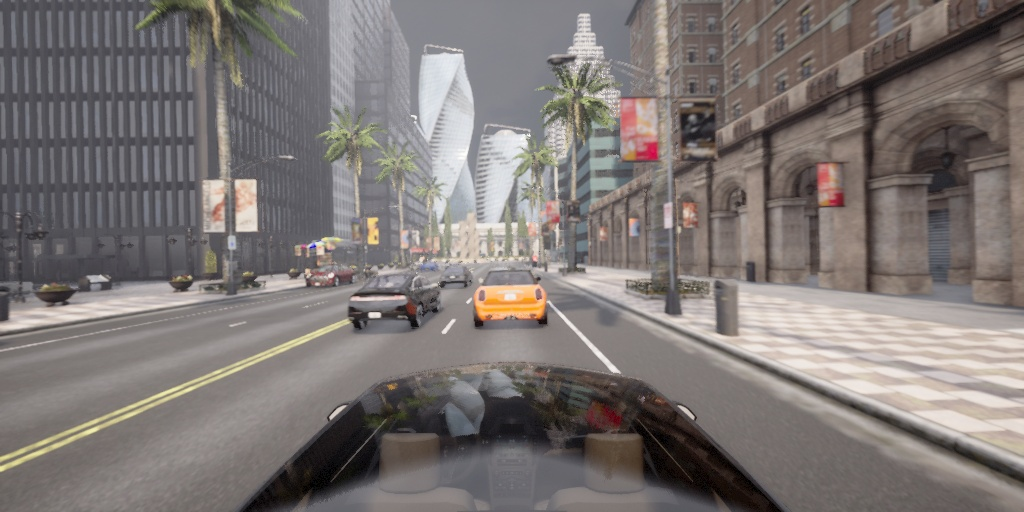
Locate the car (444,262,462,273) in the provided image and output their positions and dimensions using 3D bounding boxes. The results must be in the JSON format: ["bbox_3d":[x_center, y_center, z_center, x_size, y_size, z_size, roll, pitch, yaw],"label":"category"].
[{"bbox_3d":[-8.264,1.558,50.712,1.895,1.301,4.718,-1,0,-2],"label":"car"}]

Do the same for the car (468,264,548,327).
[{"bbox_3d":[-0.066,1.110,11.854,2.097,1.767,4.553,-1,0,-1],"label":"car"}]

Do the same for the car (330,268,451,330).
[{"bbox_3d":[-3.561,1.324,11.659,2.128,1.511,4.902,-1,0,-1],"label":"car"}]

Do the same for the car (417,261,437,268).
[{"bbox_3d":[-11.786,1.514,51.547,1.882,1.535,5.008,-1,0,-1],"label":"car"}]

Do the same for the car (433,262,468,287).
[{"bbox_3d":[-3.859,1.394,25.460,2.033,1.411,5.357,-1,0,-1],"label":"car"}]
